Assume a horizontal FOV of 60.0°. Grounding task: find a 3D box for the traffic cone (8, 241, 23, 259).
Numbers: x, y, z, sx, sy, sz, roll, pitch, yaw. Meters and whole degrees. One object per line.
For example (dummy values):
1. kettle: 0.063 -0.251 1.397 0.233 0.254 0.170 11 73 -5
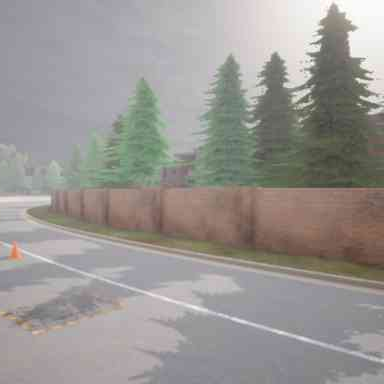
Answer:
1. traffic cone: -6.073 1.975 11.454 0.340 0.580 0.340 0 -1 40
